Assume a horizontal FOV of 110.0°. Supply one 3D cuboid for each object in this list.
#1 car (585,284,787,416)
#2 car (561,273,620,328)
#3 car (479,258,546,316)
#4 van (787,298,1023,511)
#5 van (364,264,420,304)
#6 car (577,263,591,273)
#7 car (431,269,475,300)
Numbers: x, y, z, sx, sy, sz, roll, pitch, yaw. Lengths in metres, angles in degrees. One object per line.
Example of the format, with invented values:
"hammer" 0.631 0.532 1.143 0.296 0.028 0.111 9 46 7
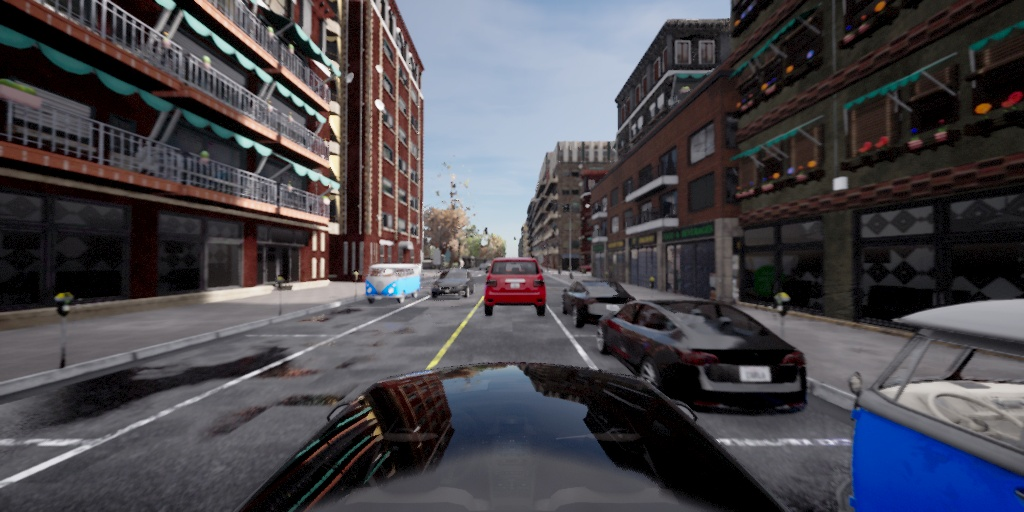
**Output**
"car" 2.692 1.366 6.044 1.948 1.339 4.313 0 0 0
"car" 2.693 1.433 11.706 1.948 1.339 4.313 0 0 0
"car" 0.100 1.113 14.279 2.150 2.045 5.566 0 -1 0
"van" 2.692 1.076 0.383 1.690 1.789 3.998 0 0 0
"van" -5.687 1.275 17.367 1.690 1.789 3.998 0 0 0
"car" 13.458 2.066 60.066 5.009 1.841 2.192 0 0 -1
"car" -3.097 1.465 19.576 1.837 1.490 4.892 0 -1 0
